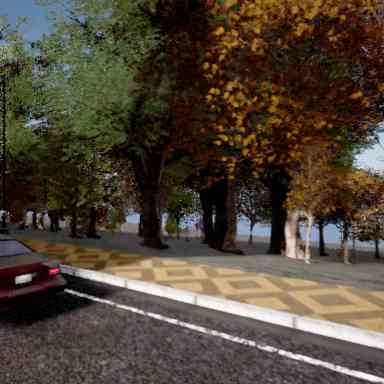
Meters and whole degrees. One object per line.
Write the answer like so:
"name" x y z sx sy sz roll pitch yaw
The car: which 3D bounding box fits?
"car" -4.960 1.555 7.226 5.357 1.411 2.033 0 0 35
